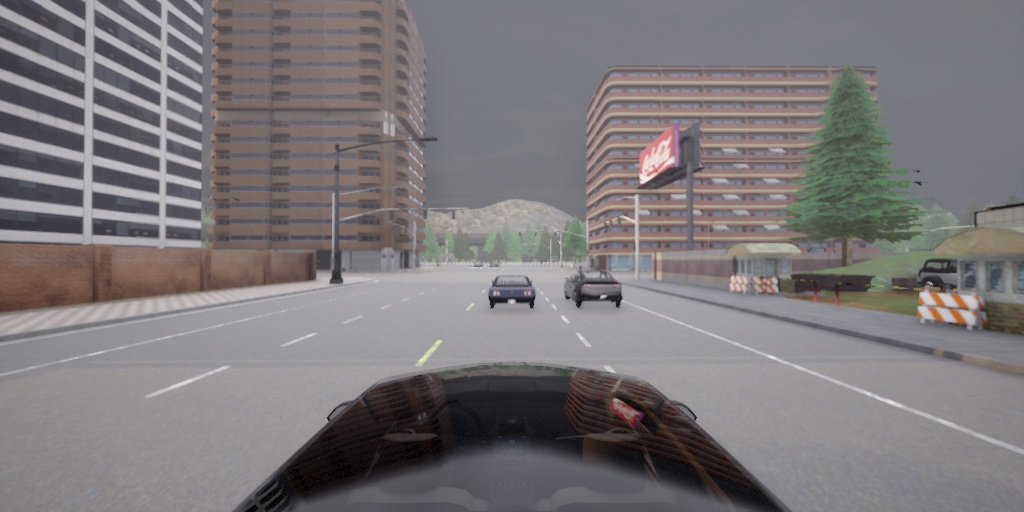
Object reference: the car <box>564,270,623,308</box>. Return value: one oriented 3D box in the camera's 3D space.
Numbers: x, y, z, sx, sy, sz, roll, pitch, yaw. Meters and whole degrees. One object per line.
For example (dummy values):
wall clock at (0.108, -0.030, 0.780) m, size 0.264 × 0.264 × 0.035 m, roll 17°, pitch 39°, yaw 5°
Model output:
car at (3.504, 1.376, 16.144) m, size 2.128 × 1.511 × 4.902 m, roll 0°, pitch 0°, yaw 0°

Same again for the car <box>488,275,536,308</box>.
car at (0.002, 1.482, 15.951) m, size 1.895 × 1.301 × 4.718 m, roll 0°, pitch 0°, yaw 0°
